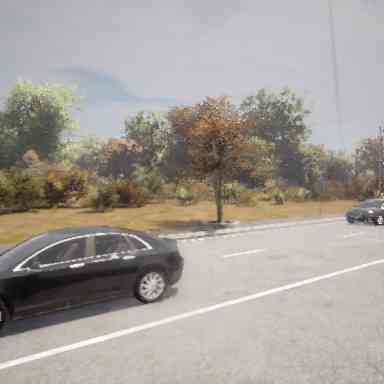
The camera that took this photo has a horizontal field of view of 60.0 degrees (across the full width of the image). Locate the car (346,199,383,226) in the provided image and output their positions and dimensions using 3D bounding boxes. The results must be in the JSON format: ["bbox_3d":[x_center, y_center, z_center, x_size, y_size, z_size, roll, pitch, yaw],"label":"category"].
[{"bbox_3d":[11.588,1.203,20.858,4.892,1.490,1.837,-2,1,-35],"label":"car"}]

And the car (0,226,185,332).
[{"bbox_3d":[-2.443,1.481,6.504,4.892,1.490,1.837,-1,0,-35],"label":"car"}]
